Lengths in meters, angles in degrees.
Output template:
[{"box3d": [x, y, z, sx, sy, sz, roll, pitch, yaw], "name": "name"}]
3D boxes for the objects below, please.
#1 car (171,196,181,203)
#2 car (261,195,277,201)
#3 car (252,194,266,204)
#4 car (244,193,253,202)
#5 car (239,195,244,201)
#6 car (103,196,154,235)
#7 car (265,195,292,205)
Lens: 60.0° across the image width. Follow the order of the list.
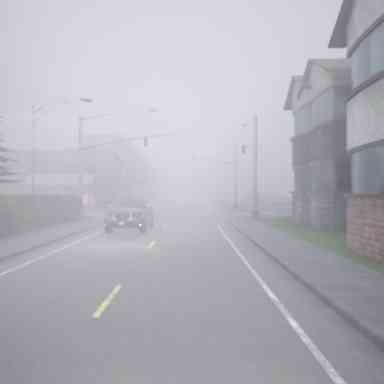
[{"box3d": [-3.516, 1.701, 74.393, 1.812, 1.442, 4.674, 0, 0, 0], "name": "car"}, {"box3d": [21.287, 1.618, 91.771, 3.806, 1.475, 1.970, 0, 0, 0], "name": "car"}, {"box3d": [14.152, 1.313, 60.465, 5.027, 1.636, 2.152, 0, 0, 0], "name": "car"}, {"box3d": [14.148, 1.267, 73.260, 3.866, 1.878, 1.905, 0, 0, 0], "name": "car"}, {"box3d": [13.735, 1.294, 76.165, 4.605, 1.855, 1.932, 0, 0, 0], "name": "car"}, {"box3d": [-3.536, 1.270, 19.624, 2.150, 2.045, 5.566, 0, 0, 0], "name": "car"}, {"box3d": [14.478, 1.377, 54.048, 3.806, 1.475, 1.970, 0, 0, 0], "name": "car"}]
